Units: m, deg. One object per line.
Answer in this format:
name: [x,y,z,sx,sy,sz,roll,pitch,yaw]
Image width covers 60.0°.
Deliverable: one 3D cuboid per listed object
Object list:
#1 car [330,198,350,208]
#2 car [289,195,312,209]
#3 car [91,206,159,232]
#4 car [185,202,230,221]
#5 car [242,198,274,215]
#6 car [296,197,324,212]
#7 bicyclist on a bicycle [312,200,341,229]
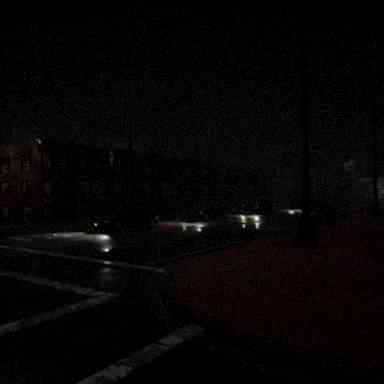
car: [22.971,1.671,51.604,2.033,1.411,5.357,-1,-1,37]
car: [16.001,1.406,48.325,2.150,2.045,5.566,-1,-1,37]
car: [-4.221,1.685,21.543,1.837,1.490,4.892,-1,-1,37]
car: [1.426,1.658,29.061,1.882,1.535,5.008,-1,-1,37]
car: [7.332,1.533,36.915,2.097,1.767,4.553,-1,-1,37]
car: [14.720,1.649,40.603,1.812,1.442,4.674,-1,-1,37]
bicyclist on a bicycle: [7.703,1.310,19.137,1.656,1.620,0.582,-1,-1,37]
